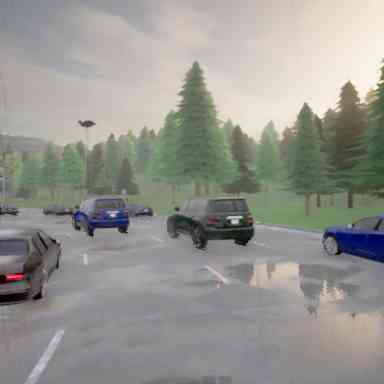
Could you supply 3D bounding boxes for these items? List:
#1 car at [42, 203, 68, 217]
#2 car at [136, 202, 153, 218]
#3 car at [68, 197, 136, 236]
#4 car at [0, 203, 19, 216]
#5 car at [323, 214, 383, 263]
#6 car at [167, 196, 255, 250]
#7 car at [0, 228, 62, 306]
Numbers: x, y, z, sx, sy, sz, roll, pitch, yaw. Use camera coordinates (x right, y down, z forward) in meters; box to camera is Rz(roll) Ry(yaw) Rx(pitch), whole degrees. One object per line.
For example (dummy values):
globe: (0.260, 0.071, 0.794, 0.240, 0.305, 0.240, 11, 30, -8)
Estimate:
car: (-13.799, 1.797, 34.305, 4.181, 1.385, 1.994, -1, 0, 44)
car: (-5.454, 1.653, 31.269, 1.994, 1.385, 4.181, -1, 0, -42)
car: (-5.424, 1.312, 19.427, 2.150, 2.045, 5.566, 0, 0, -30)
car: (-20.480, 1.897, 35.870, 5.357, 1.411, 2.033, -1, 0, 42)
car: (5.925, 1.373, 9.841, 1.882, 1.535, 5.008, -1, 0, -13)
car: (0.614, 1.208, 14.748, 2.150, 2.045, 5.566, 0, 0, -21)
car: (-4.435, 1.623, 8.237, 2.033, 1.411, 5.357, -1, 0, -16)
